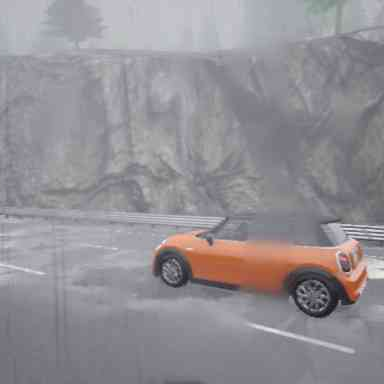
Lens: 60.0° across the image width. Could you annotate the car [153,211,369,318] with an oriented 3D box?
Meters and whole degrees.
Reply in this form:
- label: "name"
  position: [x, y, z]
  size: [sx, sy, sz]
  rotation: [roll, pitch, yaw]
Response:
- label: "car"
  position: [1.290, 1.227, 7.375]
  size: [4.553, 1.767, 2.097]
  rotation: [0, 1, 34]
